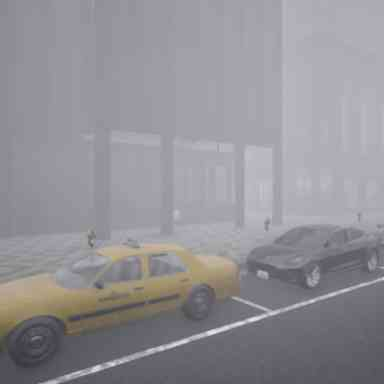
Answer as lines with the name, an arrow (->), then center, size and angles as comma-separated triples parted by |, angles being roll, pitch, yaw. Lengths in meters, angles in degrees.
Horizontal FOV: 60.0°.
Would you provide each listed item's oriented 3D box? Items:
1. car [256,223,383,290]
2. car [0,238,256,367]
car -> 3.446, 1.571, 9.110 | 4.313, 1.339, 1.947 | 0, 0, -36
car -> -1.281, 1.527, 5.737 | 4.829, 1.417, 1.752 | 0, 0, -36
